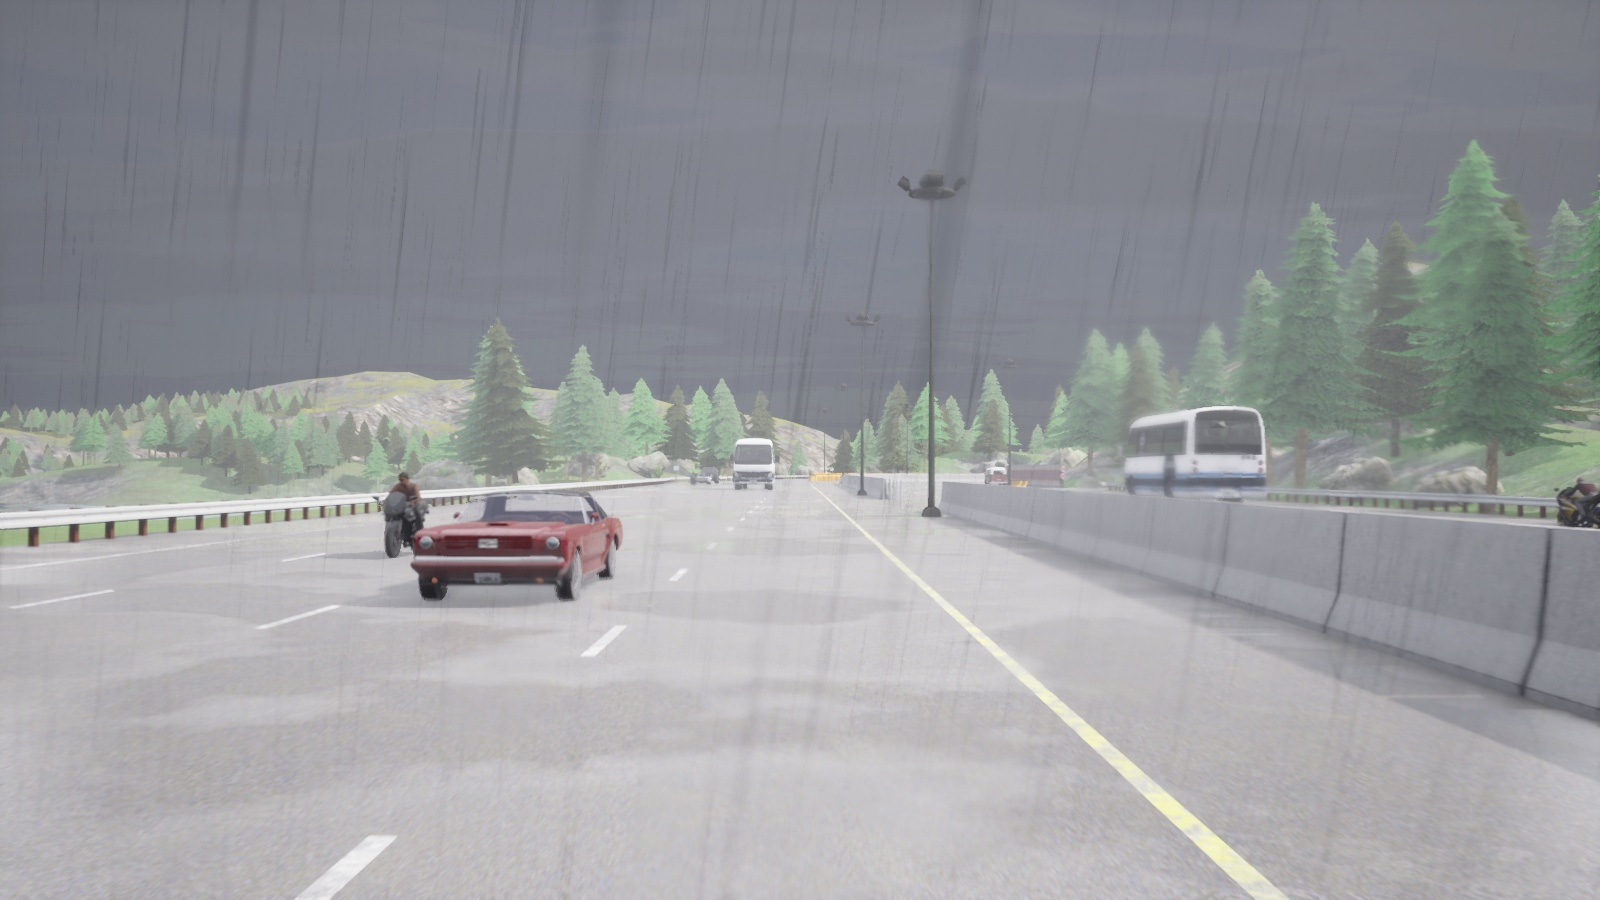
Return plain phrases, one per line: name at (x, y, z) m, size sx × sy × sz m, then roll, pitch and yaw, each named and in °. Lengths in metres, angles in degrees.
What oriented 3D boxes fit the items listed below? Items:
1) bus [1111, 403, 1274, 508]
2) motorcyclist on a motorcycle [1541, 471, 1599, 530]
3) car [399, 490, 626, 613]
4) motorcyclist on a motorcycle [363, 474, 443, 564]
bus at (17.359, 0.323, 56.634) m, size 3.944 × 4.253 × 10.273 m, roll 0°, pitch -1°, yaw -1°
motorcyclist on a motorcycle at (20.919, 1.332, 33.601) m, size 0.866 × 1.530 × 2.191 m, roll 0°, pitch -1°, yaw 0°
car at (-3.539, 1.206, 16.410) m, size 1.895 × 1.301 × 4.718 m, roll 0°, pitch -1°, yaw 0°
motorcyclist on a motorcycle at (-7.054, 1.203, 22.412) m, size 0.797 × 1.523 × 2.044 m, roll 0°, pitch -1°, yaw 0°
